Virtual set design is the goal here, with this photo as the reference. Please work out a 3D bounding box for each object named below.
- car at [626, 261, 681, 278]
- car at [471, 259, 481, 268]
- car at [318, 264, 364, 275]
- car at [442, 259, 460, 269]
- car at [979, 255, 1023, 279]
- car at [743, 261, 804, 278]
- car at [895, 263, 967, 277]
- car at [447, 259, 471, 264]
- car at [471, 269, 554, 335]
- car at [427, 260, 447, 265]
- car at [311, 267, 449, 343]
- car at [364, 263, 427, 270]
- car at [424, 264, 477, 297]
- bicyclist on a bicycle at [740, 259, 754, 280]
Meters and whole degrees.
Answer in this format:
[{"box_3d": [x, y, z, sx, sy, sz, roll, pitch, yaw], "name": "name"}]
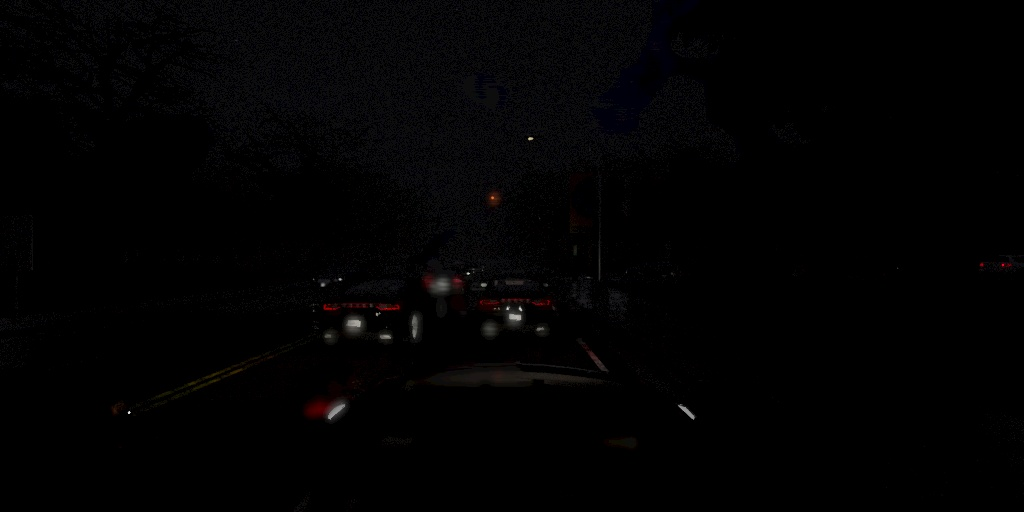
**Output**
[{"box_3d": [13.133, 1.232, 33.446, 4.902, 1.511, 2.128, 0, 0, 0], "name": "car"}, {"box_3d": [-6.679, 1.352, 58.445, 1.994, 1.385, 4.181, 0, 0, 0], "name": "car"}, {"box_3d": [-9.881, 1.248, 21.182, 2.128, 1.511, 4.902, 0, 0, 0], "name": "car"}, {"box_3d": [-9.924, 1.280, 58.628, 2.128, 1.511, 4.902, 0, 0, 0], "name": "car"}, {"box_3d": [43.540, 0.939, 30.554, 5.566, 2.045, 2.150, 0, 0, 0], "name": "car"}, {"box_3d": [24.301, 1.205, 33.449, 5.008, 1.535, 1.882, 0, 0, 0], "name": "car"}, {"box_3d": [38.969, 1.318, 33.434, 4.718, 1.301, 1.895, 0, 0, 0], "name": "car"}, {"box_3d": [-6.673, 1.301, 45.502, 1.812, 1.442, 4.674, 0, 0, 0], "name": "car"}, {"box_3d": [0.080, 1.229, 10.492, 1.882, 1.535, 5.008, 0, 0, 0], "name": "car"}, {"box_3d": [-9.924, 1.301, 45.758, 1.812, 1.442, 4.674, 0, 0, -1], "name": "car"}, {"box_3d": [-3.169, 1.229, 9.744, 1.882, 1.535, 5.008, 0, 0, 0], "name": "car"}, {"box_3d": [-6.631, 1.261, 21.048, 1.837, 1.490, 4.892, 0, 0, 0], "name": "car"}, {"box_3d": [-3.200, 1.319, 18.682, 1.994, 1.385, 4.181, 0, 0, 0], "name": "car"}, {"box_3d": [18.086, 1.039, 27.588, 0.582, 1.620, 1.656, 0, 0, 0], "name": "bicyclist on a bicycle"}]
